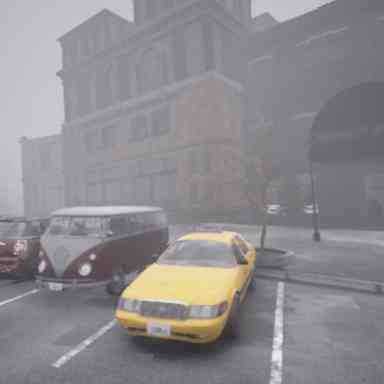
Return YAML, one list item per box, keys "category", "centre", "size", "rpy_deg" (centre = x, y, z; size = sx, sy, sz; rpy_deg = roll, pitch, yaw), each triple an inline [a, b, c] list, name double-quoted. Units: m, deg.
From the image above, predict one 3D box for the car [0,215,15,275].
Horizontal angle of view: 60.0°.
- category: "car"
  centre: [-4.549, 1.525, 10.661]
  size: [2.185, 1.767, 4.553]
  rpy_deg: [-1, -1, 16]

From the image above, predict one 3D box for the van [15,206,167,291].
- category: "van"
  centre: [-2.132, 1.368, 8.832]
  size: [1.878, 1.987, 4.442]
  rpy_deg: [0, -1, 16]

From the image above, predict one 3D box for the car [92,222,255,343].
- category: "car"
  centre: [0.283, 1.544, 7.019]
  size: [1.946, 1.575, 5.366]
  rpy_deg: [0, -1, 16]
